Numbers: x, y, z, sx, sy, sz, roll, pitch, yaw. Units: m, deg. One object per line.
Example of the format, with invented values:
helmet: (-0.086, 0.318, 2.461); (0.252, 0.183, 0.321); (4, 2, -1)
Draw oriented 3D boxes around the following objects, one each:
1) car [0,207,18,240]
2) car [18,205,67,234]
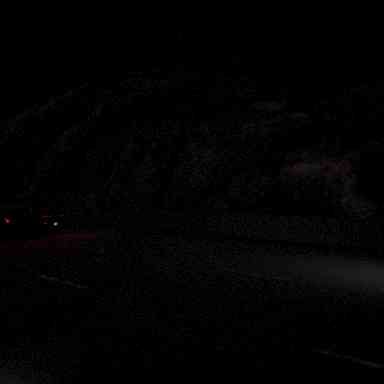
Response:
car: (-10.644, 1.363, 15.919); (4.553, 1.767, 2.097); (0, 0, 36)
car: (-9.285, 1.504, 19.252); (4.902, 1.511, 2.128); (0, 0, 36)
